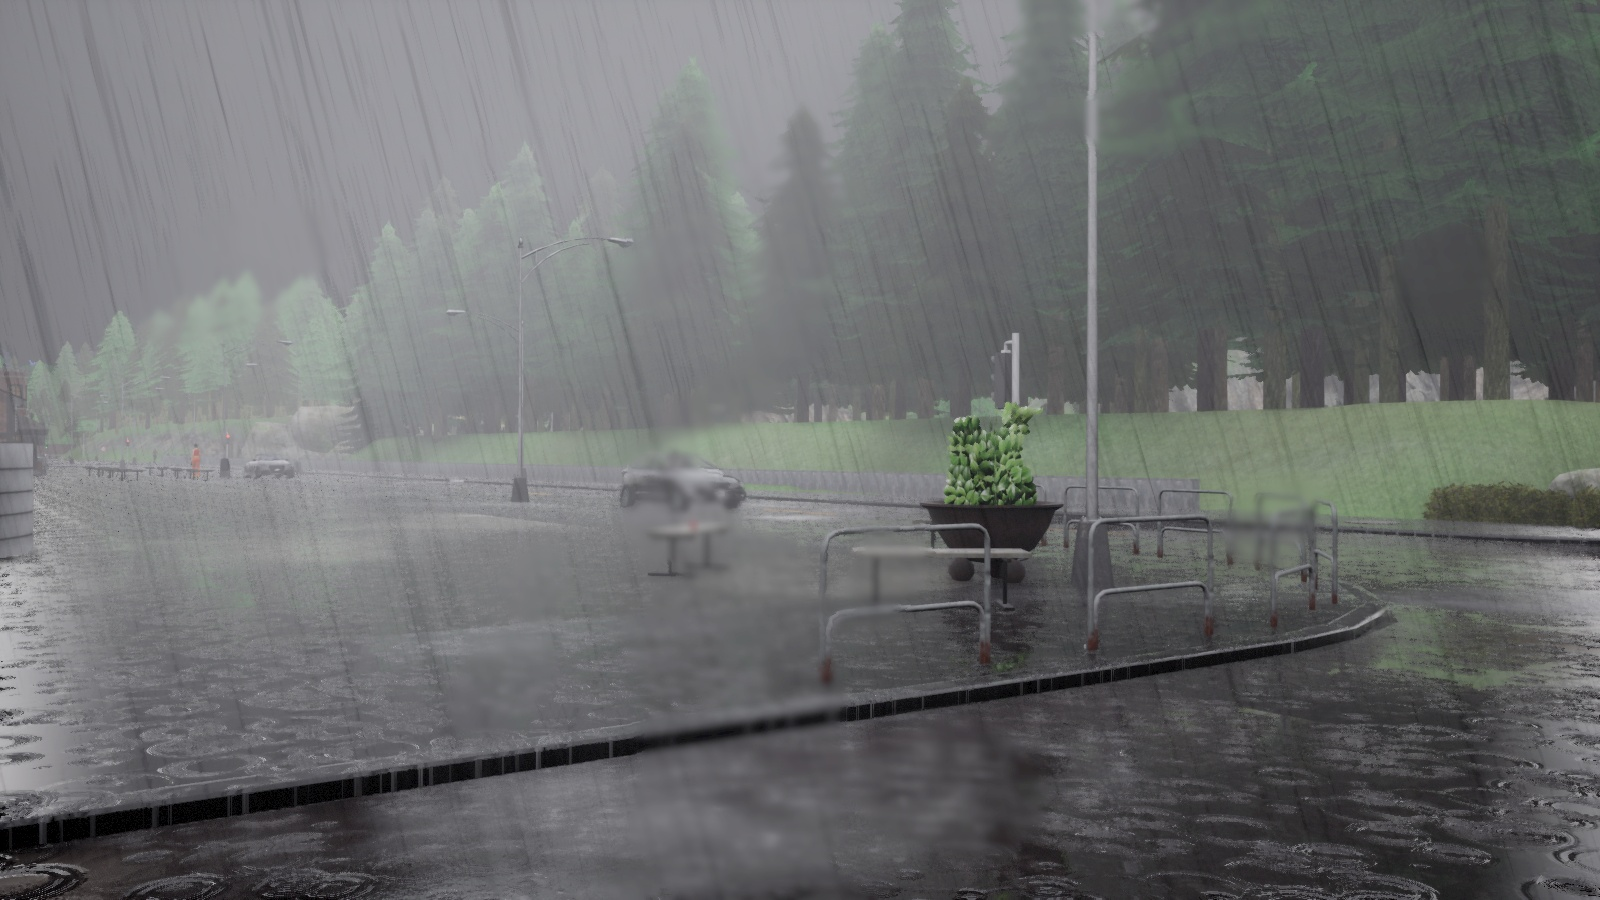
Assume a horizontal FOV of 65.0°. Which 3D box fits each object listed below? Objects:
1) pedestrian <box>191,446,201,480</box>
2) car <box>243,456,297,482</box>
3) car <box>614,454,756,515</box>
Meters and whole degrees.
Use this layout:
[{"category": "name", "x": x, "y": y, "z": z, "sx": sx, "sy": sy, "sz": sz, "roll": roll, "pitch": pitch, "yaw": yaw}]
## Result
[{"category": "pedestrian", "x": -33.100, "y": 0.693, "z": 68.809, "sx": 0.345, "sy": 1.836, "sz": 0.594, "roll": 0, "pitch": 0, "yaw": -45}, {"category": "car", "x": -29.944, "y": 1.046, "z": 70.888, "sx": 1.994, "sy": 1.385, "sz": 4.181, "roll": 0, "pitch": 0, "yaw": -35}, {"category": "car", "x": -3.040, "y": 0.844, "z": 32.484, "sx": 1.816, "sy": 1.474, "sz": 4.193, "roll": 0, "pitch": 0, "yaw": -35}]
